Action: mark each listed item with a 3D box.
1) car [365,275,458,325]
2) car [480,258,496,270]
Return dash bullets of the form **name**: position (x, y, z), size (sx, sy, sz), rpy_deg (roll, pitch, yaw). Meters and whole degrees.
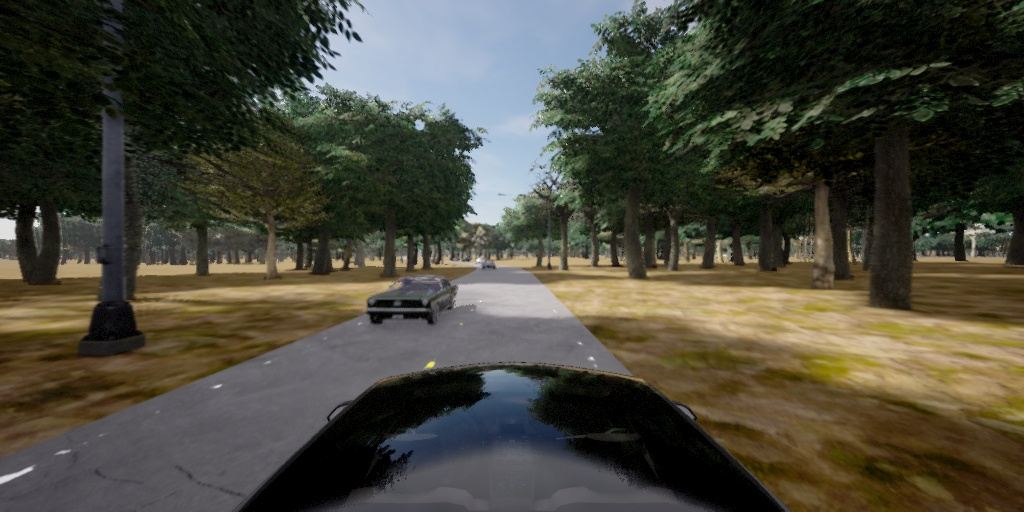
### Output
- **car**: position (-3.038, 1.321, 11.775), size (1.895, 1.301, 4.718), rpy_deg (0, 0, 0)
- **car**: position (-3.448, 1.348, 53.862), size (1.994, 1.385, 4.181), rpy_deg (0, 0, -3)
